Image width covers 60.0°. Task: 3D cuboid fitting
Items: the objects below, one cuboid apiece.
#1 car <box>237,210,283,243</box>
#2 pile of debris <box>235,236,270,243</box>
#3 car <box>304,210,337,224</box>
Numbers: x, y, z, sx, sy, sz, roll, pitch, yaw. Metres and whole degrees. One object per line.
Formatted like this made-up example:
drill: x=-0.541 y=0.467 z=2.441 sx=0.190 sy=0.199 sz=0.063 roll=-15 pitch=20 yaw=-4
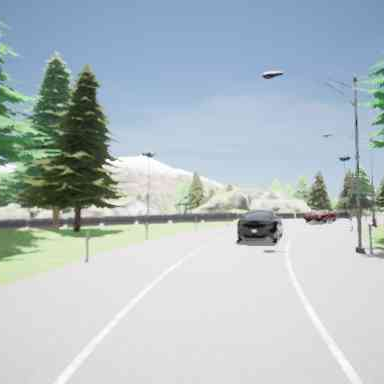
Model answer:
car: x=3.652 y=1.694 z=17.458 sx=1.882 sy=1.535 sz=5.008 roll=-1 pitch=-2 yaw=19
pile of debris: x=3.089 y=2.378 z=16.803 sx=1.500 sy=0.140 sz=1.860 roll=-1 pitch=-2 yaw=20
car: x=12.990 y=2.458 z=33.353 sx=1.895 sy=1.301 sz=4.718 roll=-3 pitch=-4 yaw=40
